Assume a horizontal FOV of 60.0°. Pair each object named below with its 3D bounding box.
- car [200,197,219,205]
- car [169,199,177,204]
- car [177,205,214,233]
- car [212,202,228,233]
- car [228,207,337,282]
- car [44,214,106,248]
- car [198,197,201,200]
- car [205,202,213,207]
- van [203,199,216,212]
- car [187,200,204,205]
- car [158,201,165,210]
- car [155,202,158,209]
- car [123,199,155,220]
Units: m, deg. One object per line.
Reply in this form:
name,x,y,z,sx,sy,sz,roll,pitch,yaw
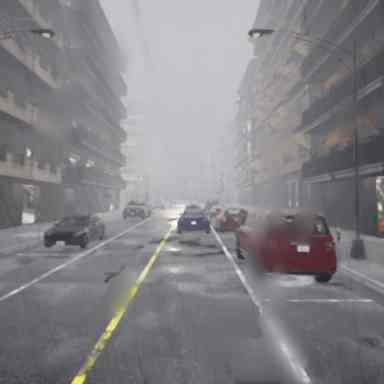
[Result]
car,2.552,1.786,43.212,2.192,1.841,5.009,1,-1,0
car,-5.300,2.665,92.402,1.947,1.339,4.313,1,-1,0
car,0.100,1.780,21.122,1.994,1.385,4.181,0,-1,0
car,2.551,1.656,21.086,1.967,1.590,4.097,1,-1,0
car,2.554,1.415,10.025,2.192,1.841,5.009,1,-1,0
car,-5.298,1.724,15.613,1.947,1.339,4.313,1,-1,0
car,2.585,2.415,92.451,2.192,1.841,5.009,1,-1,0
car,2.547,1.921,32.147,1.802,1.307,4.206,1,-1,0
van,2.551,1.881,48.743,1.690,1.788,3.998,1,-1,0
car,0.101,1.942,38.697,1.812,1.442,4.674,0,-1,0
car,-5.300,2.193,54.325,1.802,1.307,4.206,1,-1,0
car,-5.299,1.950,37.733,1.887,1.381,4.507,1,-1,0
car,-5.293,1.655,32.204,2.192,1.841,5.009,1,-1,0
